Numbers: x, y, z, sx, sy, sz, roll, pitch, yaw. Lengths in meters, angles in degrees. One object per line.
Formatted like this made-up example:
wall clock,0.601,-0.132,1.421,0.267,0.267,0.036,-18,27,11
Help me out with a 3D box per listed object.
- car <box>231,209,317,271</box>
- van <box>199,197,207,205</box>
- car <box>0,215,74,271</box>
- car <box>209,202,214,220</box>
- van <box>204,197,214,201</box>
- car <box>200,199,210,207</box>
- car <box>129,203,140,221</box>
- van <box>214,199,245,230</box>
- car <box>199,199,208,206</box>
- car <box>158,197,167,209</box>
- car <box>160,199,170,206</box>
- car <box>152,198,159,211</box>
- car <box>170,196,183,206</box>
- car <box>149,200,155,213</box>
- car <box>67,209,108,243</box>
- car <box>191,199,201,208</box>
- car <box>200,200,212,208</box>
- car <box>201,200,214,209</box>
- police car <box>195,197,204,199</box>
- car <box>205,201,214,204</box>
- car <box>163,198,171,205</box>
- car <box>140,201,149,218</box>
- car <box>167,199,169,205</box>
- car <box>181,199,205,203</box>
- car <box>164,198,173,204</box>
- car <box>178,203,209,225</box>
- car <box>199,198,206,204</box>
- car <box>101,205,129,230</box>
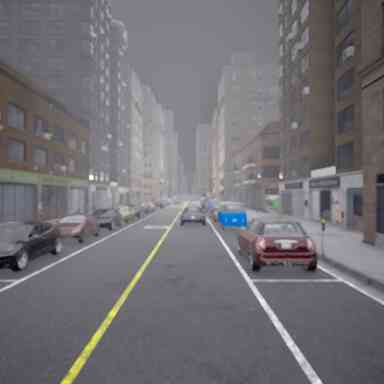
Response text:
car,2.658,1.554,11.315,1.967,1.590,4.097,0,-1,0
van,2.606,2.094,79.346,1.690,1.788,3.998,0,0,0
car,-5.867,1.679,11.304,1.947,1.339,4.313,0,-1,0
car,2.645,1.806,28.491,1.752,1.417,4.829,0,-1,0
van,2.636,1.728,39.662,1.690,1.788,3.998,0,-1,0
car,2.614,2.205,68.004,2.008,1.369,4.403,0,-1,0
car,-5.880,1.803,28.138,1.752,1.417,4.829,0,-1,0
van,2.649,1.566,22.654,1.690,1.788,3.998,0,-1,0
car,2.610,2.286,73.673,1.802,1.307,4.206,0,0,0
car,-5.903,1.862,56.650,2.192,1.841,5.009,0,-1,0
car,-5.915,2.228,73.483,1.752,1.417,4.829,0,-1,0
car,-5.893,1.964,45.142,1.752,1.417,4.829,0,-1,0
car,-3.056,2.150,71.222,1.837,1.490,4.892,0,-1,0
car,-5.889,1.932,39.643,1.887,1.381,4.507,0,-1,0
car,-5.872,1.751,16.972,1.802,1.307,4.206,0,-1,0
car,0.736,2.102,61.968,1.837,1.490,4.892,0,-1,0
car,2.618,2.166,62.336,1.947,1.339,4.313,0,-1,0
car,2.623,2.113,56.667,1.947,1.339,4.313,0,-1,0
police car,0.761,1.873,46.064,1.930,1.638,5.238,0,-1,-1
car,2.641,1.884,33.990,2.008,1.369,4.403,0,-1,0
car,-5.920,2.276,79.152,1.752,1.417,4.829,0,-1,0
car,-5.885,1.899,33.976,1.947,1.339,4.313,0,-1,0
car,-5.907,2.151,62.315,2.008,1.369,4.403,0,-1,0
car,0.072,1.831,36.087,1.882,1.535,5.008,0,-1,0
car,-5.924,2.350,84.988,2.008,1.369,4.403,0,0,0
car,0.079,1.822,26.190,1.994,1.385,4.181,0,-1,0
car,2.601,2.327,85.183,1.752,1.417,4.829,0,0,0
car,-5.876,1.790,22.640,1.947,1.339,4.313,0,-1,0
